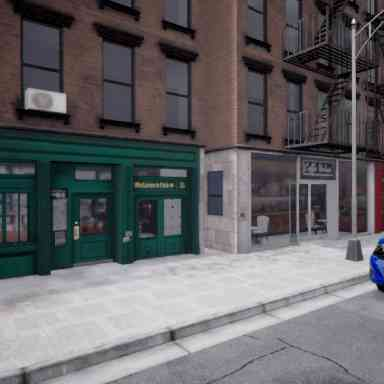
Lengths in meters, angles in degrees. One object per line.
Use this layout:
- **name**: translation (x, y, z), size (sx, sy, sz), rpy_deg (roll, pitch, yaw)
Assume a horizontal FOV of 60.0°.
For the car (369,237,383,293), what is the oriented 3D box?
- **car**: translation (6.337, 1.221, 7.623), size (5.566, 2.045, 2.150), rpy_deg (0, 0, -36)
